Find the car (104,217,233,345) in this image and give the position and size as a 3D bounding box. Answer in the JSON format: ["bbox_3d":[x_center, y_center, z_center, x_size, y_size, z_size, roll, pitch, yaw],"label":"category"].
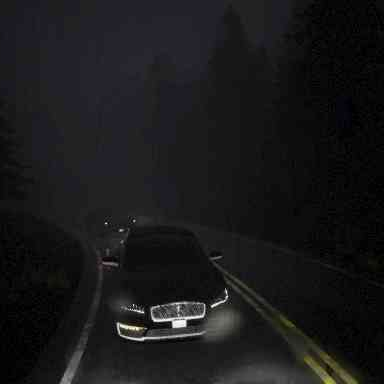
[{"bbox_3d":[-0.642,1.494,6.784,1.837,1.490,4.892,-1,0,-11],"label":"car"}]

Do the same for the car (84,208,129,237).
[{"bbox_3d":[-4.619,1.610,18.519,1.895,1.301,4.718,-3,1,-29],"label":"car"}]
